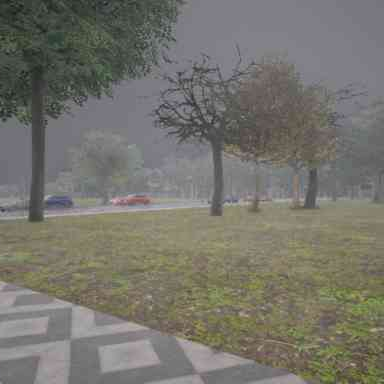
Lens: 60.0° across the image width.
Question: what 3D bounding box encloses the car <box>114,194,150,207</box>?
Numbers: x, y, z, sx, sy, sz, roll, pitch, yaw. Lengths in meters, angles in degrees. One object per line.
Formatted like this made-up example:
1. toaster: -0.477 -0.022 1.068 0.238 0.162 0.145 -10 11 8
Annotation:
1. car: -9.119 1.316 53.029 2.150 2.045 5.566 -1 0 36

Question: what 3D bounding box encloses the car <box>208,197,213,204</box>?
1. car: 4.906 1.668 66.880 1.994 1.385 4.181 -1 -1 35

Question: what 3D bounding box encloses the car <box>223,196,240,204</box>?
1. car: 7.565 1.573 65.009 1.837 1.490 4.892 -1 -1 35

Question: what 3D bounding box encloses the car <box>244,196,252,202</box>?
1. car: 14.009 1.674 79.890 1.812 1.442 4.674 -1 -1 35

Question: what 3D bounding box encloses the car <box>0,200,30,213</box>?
1. car: -19.755 1.633 38.052 1.994 1.385 4.181 -1 -1 35

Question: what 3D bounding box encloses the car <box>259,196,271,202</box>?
1. car: 17.262 1.670 78.860 1.994 1.385 4.181 -1 -1 35

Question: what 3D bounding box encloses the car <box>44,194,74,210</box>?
1. car: -18.807 1.336 45.015 2.150 2.045 5.566 -1 -1 36

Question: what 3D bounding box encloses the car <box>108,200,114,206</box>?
1. car: -11.671 1.484 55.038 2.097 1.767 4.553 -1 -1 36
